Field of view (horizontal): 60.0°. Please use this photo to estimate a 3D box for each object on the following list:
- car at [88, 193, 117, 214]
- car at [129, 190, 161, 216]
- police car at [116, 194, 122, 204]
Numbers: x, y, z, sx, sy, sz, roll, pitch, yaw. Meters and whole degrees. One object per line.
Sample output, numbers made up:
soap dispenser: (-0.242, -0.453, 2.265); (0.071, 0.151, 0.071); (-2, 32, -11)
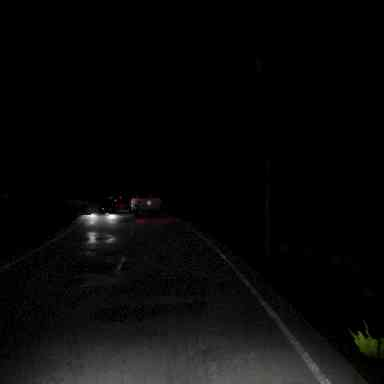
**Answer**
car: (-8.116, 1.109, 29.764); (1.837, 1.490, 4.892); (0, 1, -18)
car: (-4.024, 0.847, 28.101); (2.150, 2.045, 5.566); (0, 1, -16)
police car: (-11.113, 0.898, 45.638); (2.038, 1.542, 4.974); (0, 1, -28)
